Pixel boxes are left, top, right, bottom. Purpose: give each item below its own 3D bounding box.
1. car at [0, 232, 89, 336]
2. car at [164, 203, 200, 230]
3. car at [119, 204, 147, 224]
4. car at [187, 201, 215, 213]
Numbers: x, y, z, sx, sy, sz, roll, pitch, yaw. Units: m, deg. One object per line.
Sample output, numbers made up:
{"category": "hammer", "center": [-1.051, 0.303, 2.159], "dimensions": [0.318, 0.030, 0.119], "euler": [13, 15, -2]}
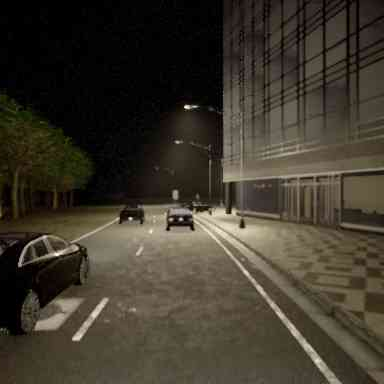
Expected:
{"category": "car", "center": [-3.551, 1.557, 6.775], "dimensions": [2.128, 1.511, 4.902], "euler": [0, -1, -1]}
{"category": "car", "center": [-0.882, 1.756, 22.848], "dimensions": [2.033, 1.411, 5.357], "euler": [0, -1, -5]}
{"category": "car", "center": [-4.793, 1.763, 27.178], "dimensions": [1.837, 1.490, 4.892], "euler": [0, -1, -5]}
{"category": "car", "center": [0.724, 1.885, 40.637], "dimensions": [4.892, 1.490, 1.837], "euler": [1, -3, -43]}
